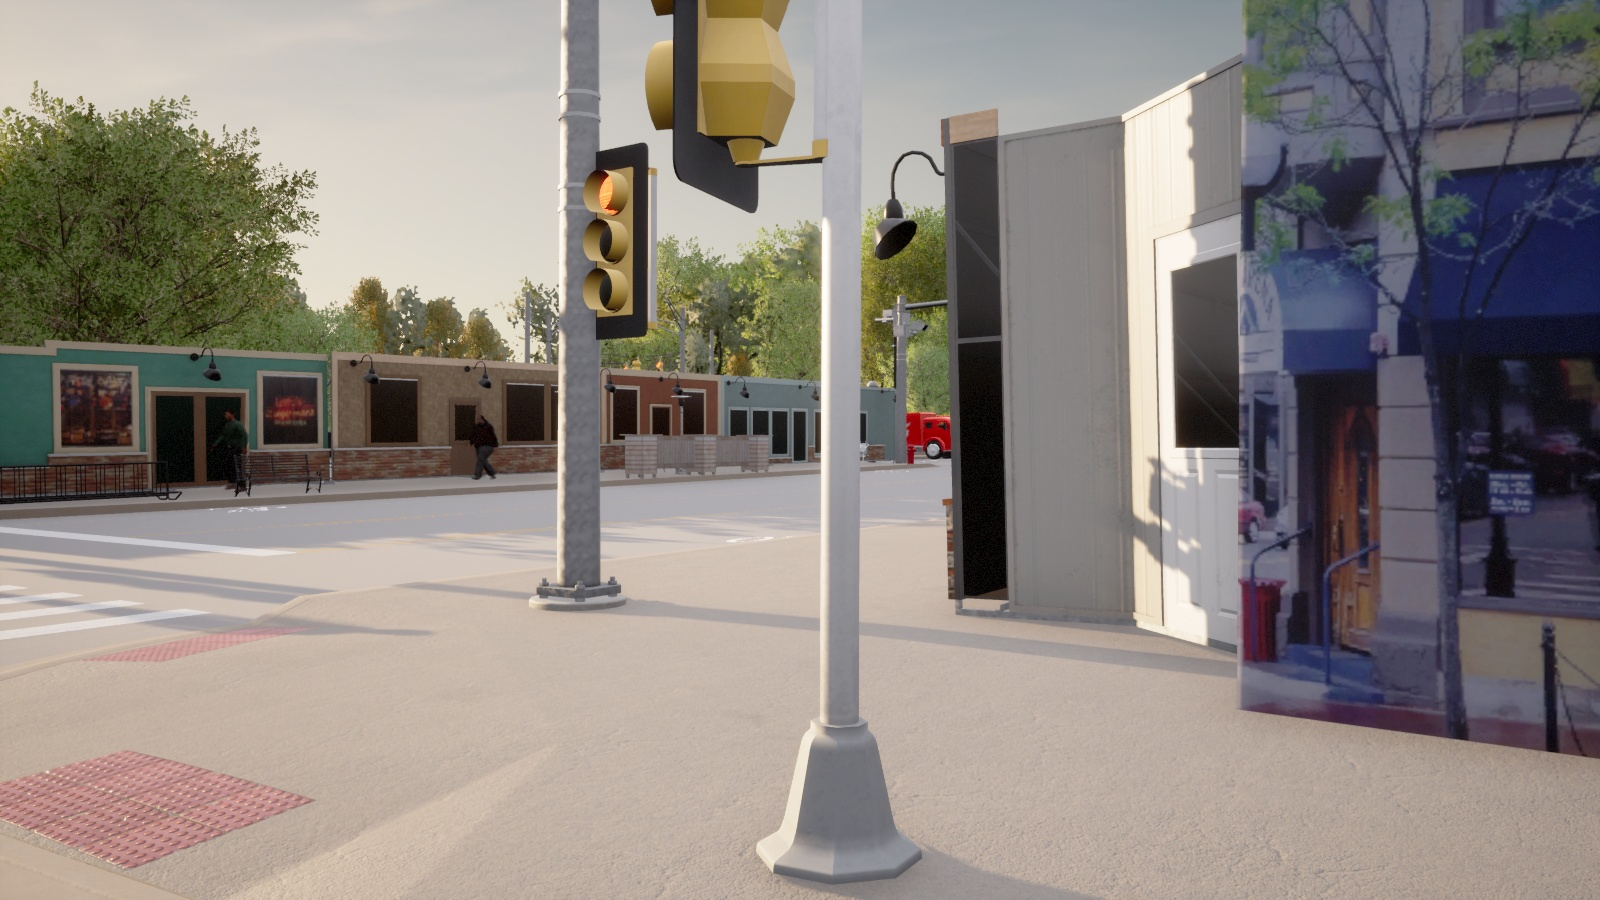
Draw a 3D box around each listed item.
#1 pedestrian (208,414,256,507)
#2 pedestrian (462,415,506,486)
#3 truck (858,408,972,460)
[{"bbox_3d":[-12.126,0.210,26.821,0.423,1.949,0.788,0,1,37],"label":"pedestrian"},{"bbox_3d":[-8.307,0.010,32.995,0.634,1.844,0.899,0,1,31],"label":"pedestrian"},{"bbox_3d":[6.028,-0.825,65.672,5.204,2.467,2.627,-3,0,29],"label":"truck"}]
